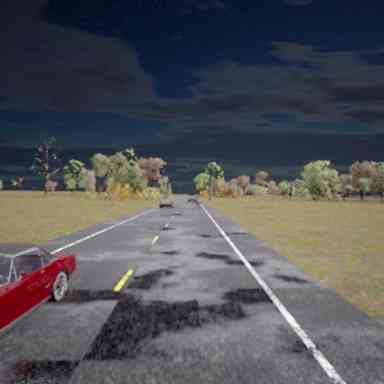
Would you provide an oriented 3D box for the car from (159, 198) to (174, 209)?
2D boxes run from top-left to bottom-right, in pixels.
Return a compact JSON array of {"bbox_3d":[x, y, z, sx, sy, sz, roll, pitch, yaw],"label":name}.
[{"bbox_3d":[-3.598,1.599,47.571,1.882,1.535,5.008,0,0,0],"label":"car"}]

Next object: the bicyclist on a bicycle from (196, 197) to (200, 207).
[{"bbox_3d":[0.940,1.589,53.824,0.582,1.620,1.656,0,0,0],"label":"bicyclist on a bicycle"}]

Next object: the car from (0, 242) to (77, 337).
[{"bbox_3d":[-3.603,1.616,5.530,1.895,1.301,4.718,0,0,0],"label":"car"}]

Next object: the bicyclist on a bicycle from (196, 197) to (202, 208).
[{"bbox_3d":[0.953,1.553,45.601,0.866,1.612,1.509,0,0,0],"label":"bicyclist on a bicycle"}]

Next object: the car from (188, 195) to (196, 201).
[{"bbox_3d":[-0.037,1.611,90.162,2.033,1.411,5.357,0,0,0],"label":"car"}]

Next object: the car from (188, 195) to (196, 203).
[{"bbox_3d":[-0.032,1.714,76.833,1.812,1.442,4.674,0,0,0],"label":"car"}]
